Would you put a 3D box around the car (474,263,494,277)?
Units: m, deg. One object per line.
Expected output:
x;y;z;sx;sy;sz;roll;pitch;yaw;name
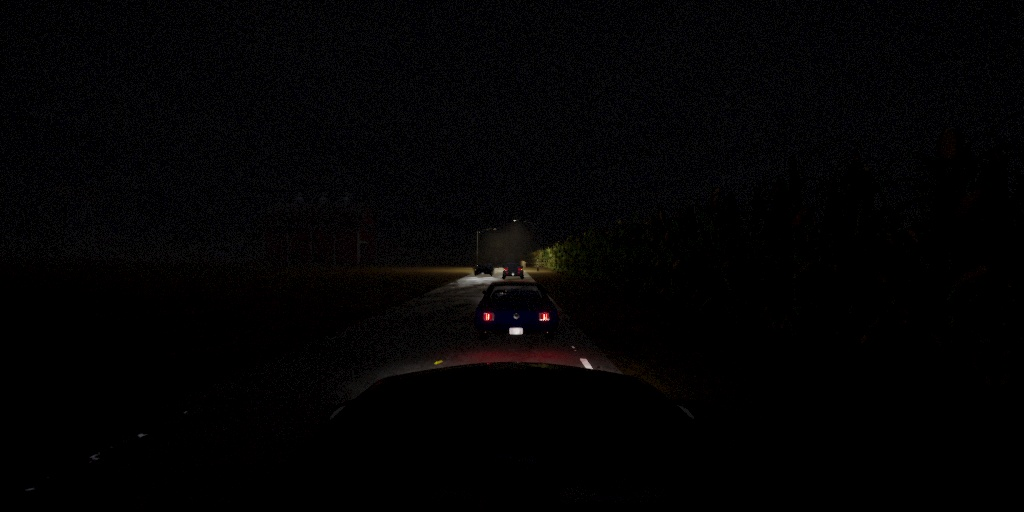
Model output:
-2.851;1.429;37.131;1.895;1.301;4.718;0;0;0;car

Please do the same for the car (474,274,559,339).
0.097;1.354;10.037;1.895;1.301;4.718;0;0;0;car

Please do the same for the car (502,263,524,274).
0.095;1.326;32.600;1.812;1.442;4.674;0;0;0;car
